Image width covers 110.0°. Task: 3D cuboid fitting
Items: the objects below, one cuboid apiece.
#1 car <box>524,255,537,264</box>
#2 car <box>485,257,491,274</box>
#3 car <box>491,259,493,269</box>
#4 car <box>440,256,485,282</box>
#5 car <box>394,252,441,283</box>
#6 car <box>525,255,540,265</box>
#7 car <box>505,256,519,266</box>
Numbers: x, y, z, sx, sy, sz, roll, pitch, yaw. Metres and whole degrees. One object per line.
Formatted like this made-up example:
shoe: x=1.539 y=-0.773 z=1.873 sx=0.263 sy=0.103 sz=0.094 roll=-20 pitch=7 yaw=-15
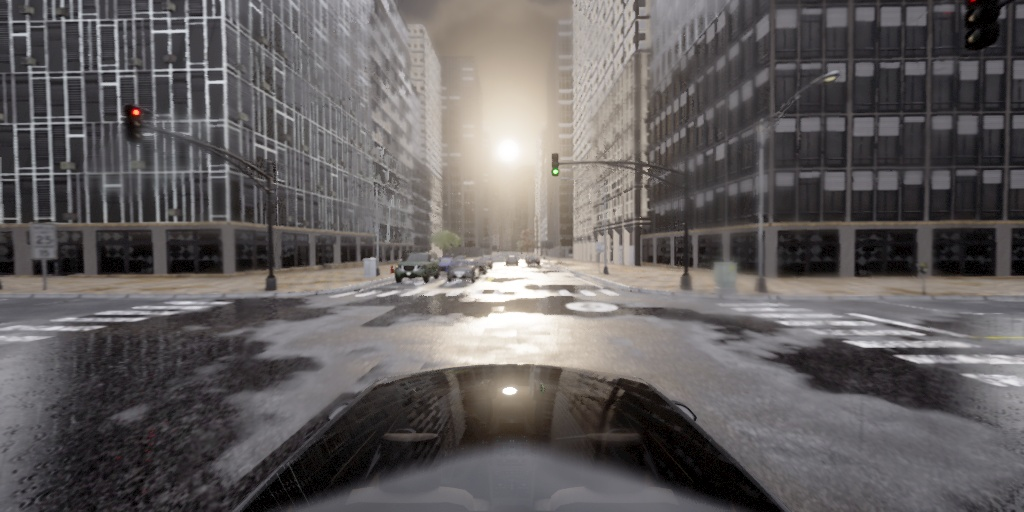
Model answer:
car: x=3.262 y=0.599 z=64.785 sx=2.033 sy=1.411 sz=5.357 roll=0 pitch=1 yaw=0
car: x=-3.346 y=1.002 z=34.637 sx=1.895 sy=1.301 sz=4.718 roll=0 pitch=1 yaw=0
car: x=-3.337 y=0.846 z=45.339 sx=2.033 sy=1.411 sz=5.357 roll=0 pitch=1 yaw=0
car: x=-3.347 y=0.980 z=25.355 sx=2.128 sy=1.511 sz=4.902 roll=0 pitch=1 yaw=0
car: x=-6.591 y=0.736 z=25.586 sx=2.150 sy=2.045 sz=5.566 roll=0 pitch=1 yaw=0
car: x=3.261 y=0.751 z=54.814 sx=1.895 sy=1.301 sz=4.718 roll=0 pitch=1 yaw=0
car: x=0.010 y=0.742 z=54.785 sx=1.994 sy=1.385 sz=4.181 roll=0 pitch=1 yaw=0
